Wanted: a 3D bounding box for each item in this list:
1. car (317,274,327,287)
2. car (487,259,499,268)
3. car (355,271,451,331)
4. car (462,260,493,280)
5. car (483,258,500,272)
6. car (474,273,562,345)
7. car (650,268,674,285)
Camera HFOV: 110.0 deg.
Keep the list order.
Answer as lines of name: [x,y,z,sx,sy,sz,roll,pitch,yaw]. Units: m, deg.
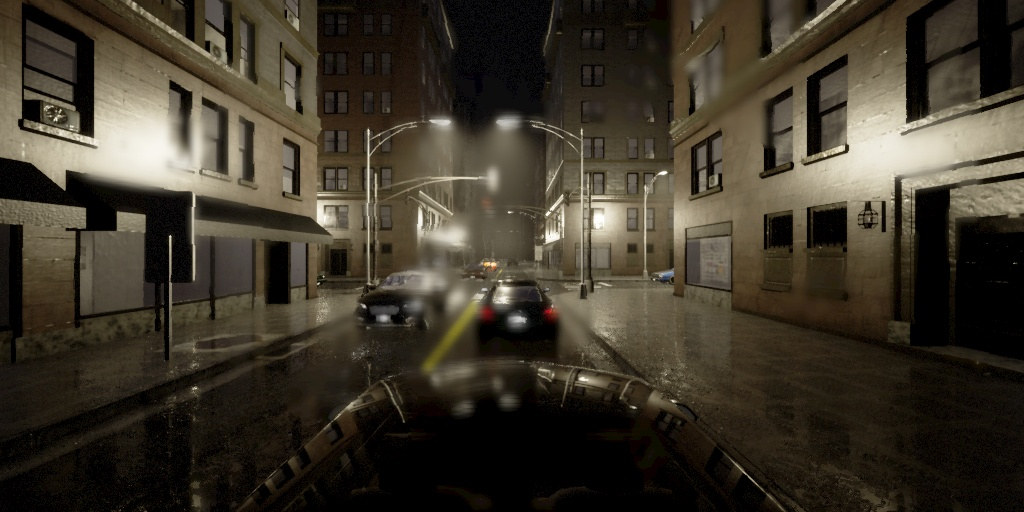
car: [-14.016,1.387,21.877,4.718,1.301,1.895,0,0,0]
car: [-3.061,1.264,59.632,1.812,1.442,4.674,0,0,-1]
car: [-3.095,1.241,11.076,2.128,1.511,4.902,0,0,0]
car: [-3.086,1.296,31.076,2.033,1.411,5.357,0,0,0]
car: [-3.074,1.097,46.402,2.097,1.767,4.553,0,0,0]
car: [0.118,1.314,9.497,1.994,1.385,4.181,0,0,-1]
car: [12.626,1.261,25.150,5.357,1.411,2.033,0,0,0]
